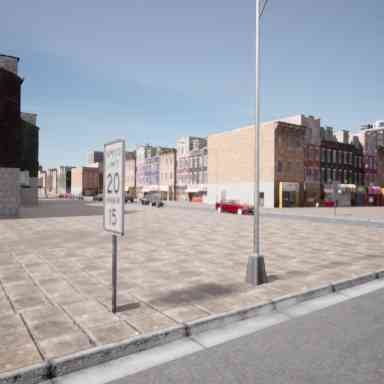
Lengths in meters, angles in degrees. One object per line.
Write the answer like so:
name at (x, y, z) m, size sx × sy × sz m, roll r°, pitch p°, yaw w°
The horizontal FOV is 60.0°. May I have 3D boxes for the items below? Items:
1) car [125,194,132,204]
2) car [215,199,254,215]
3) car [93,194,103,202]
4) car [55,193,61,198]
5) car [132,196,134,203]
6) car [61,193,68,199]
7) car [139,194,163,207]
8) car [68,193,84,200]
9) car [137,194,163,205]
car at (-11.963, 1.045, 52.962) m, size 1.882 × 1.535 × 5.008 m, roll 1°, pitch 0°, yaw -35°
car at (4.046, 1.366, 30.982) m, size 1.887 × 1.381 × 4.507 m, roll 1°, pitch 0°, yaw -35°
car at (-16.012, 1.038, 58.673) m, size 1.812 × 1.442 × 4.674 m, roll 1°, pitch 0°, yaw -35°
car at (-30.842, 0.890, 80.326) m, size 1.887 × 1.381 × 4.507 m, roll 1°, pitch 0°, yaw -35°
car at (-11.772, 1.071, 57.912) m, size 1.837 × 1.490 × 4.892 m, roll 1°, pitch 0°, yaw -35°
car at (-27.670, 0.922, 75.839) m, size 1.887 × 1.381 × 4.507 m, roll 1°, pitch 0°, yaw -35°
car at (-5.469, 1.228, 44.439) m, size 1.947 × 1.339 × 4.313 m, roll 1°, pitch 0°, yaw -35°
car at (-24.499, 0.963, 71.353) m, size 2.008 × 1.369 × 4.403 m, roll 1°, pitch 0°, yaw -35°
car at (-6.366, 1.147, 50.356) m, size 1.837 × 1.490 × 4.892 m, roll 1°, pitch 0°, yaw -35°
